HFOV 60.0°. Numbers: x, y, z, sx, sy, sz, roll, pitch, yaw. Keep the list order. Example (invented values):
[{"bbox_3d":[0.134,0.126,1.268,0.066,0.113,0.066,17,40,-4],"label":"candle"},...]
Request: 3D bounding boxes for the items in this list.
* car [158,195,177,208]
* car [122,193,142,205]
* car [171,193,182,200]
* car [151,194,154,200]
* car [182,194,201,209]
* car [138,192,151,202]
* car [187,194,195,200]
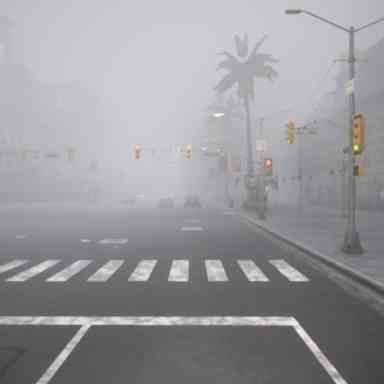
[{"bbox_3d":[-3.447,1.449,44.563,1.994,1.385,4.181,0,0,0],"label":"car"},{"bbox_3d":[-10.599,1.400,57.327,2.033,1.411,5.357,0,0,1],"label":"car"},{"bbox_3d":[-3.727,1.250,85.948,1.882,1.535,5.008,0,0,-4],"label":"car"},{"bbox_3d":[-10.650,1.261,83.859,1.882,1.535,5.008,0,0,0],"label":"car"},{"bbox_3d":[0.056,1.240,43.522,2.097,1.767,4.553,0,0,0],"label":"car"},{"bbox_3d":[-10.571,1.047,69.083,2.150,2.045,5.566,0,0,0],"label":"car"},{"bbox_3d":[-0.281,1.326,87.085,1.994,1.385,4.181,0,0,-4],"label":"car"}]
